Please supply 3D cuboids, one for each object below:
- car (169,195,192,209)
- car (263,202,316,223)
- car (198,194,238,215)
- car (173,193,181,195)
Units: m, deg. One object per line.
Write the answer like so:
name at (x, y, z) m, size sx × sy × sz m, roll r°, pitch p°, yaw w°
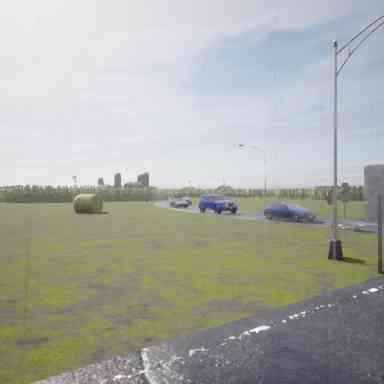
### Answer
car at (-1.980, 1.623, 48.551) m, size 2.033 × 1.411 × 5.357 m, roll -1°, pitch 0°, yaw -17°
car at (7.681, 1.559, 26.615) m, size 1.812 × 1.442 × 4.674 m, roll -1°, pitch 0°, yaw -30°
car at (2.710, 1.280, 36.140) m, size 2.150 × 2.045 × 5.566 m, roll -1°, pitch 0°, yaw -27°
car at (-3.041, 1.297, 66.977) m, size 2.150 × 2.045 × 5.566 m, roll 0°, pitch 0°, yaw -6°
